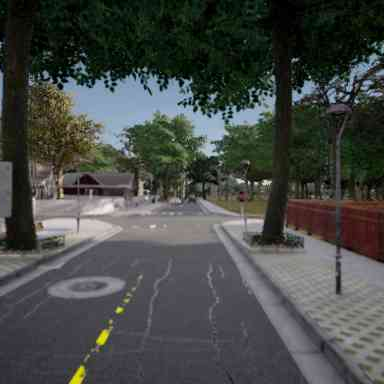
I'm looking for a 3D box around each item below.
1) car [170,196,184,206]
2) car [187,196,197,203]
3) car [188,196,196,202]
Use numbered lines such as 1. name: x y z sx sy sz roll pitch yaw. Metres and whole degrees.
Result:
1. car: -2.793 1.677 58.625 1.812 1.442 4.674 0 0 1
2. car: -0.001 1.723 72.779 1.837 1.490 4.892 0 0 0
3. car: 0.002 1.649 83.205 1.812 1.442 4.674 0 0 0
